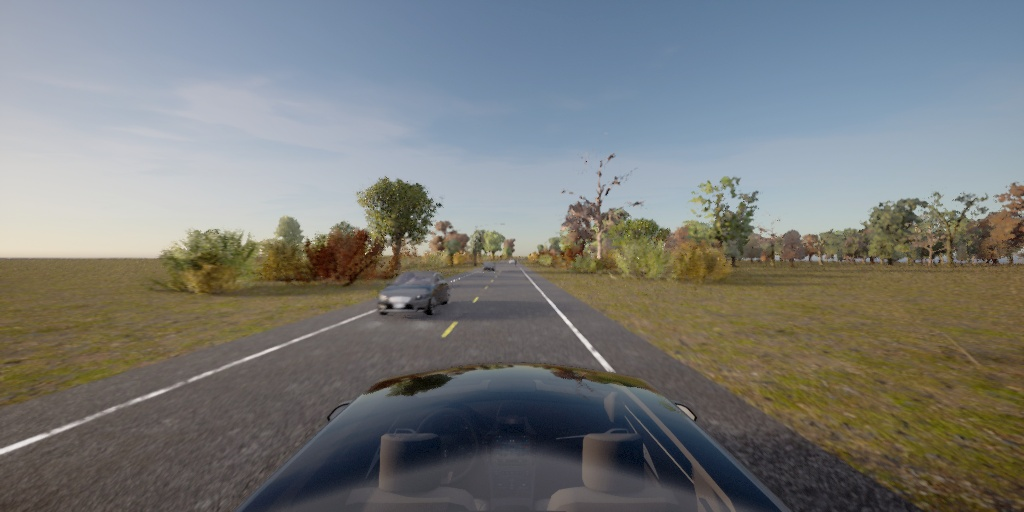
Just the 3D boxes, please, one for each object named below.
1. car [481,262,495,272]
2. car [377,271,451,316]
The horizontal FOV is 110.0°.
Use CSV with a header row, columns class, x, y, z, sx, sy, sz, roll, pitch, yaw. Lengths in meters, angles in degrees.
class,x,y,z,sx,sy,sz,roll,pitch,yaw
car,-3.568,1.634,55.072,1.837,1.490,4.892,0,0,1
car,-3.601,1.335,13.904,2.128,1.511,4.902,0,0,0
